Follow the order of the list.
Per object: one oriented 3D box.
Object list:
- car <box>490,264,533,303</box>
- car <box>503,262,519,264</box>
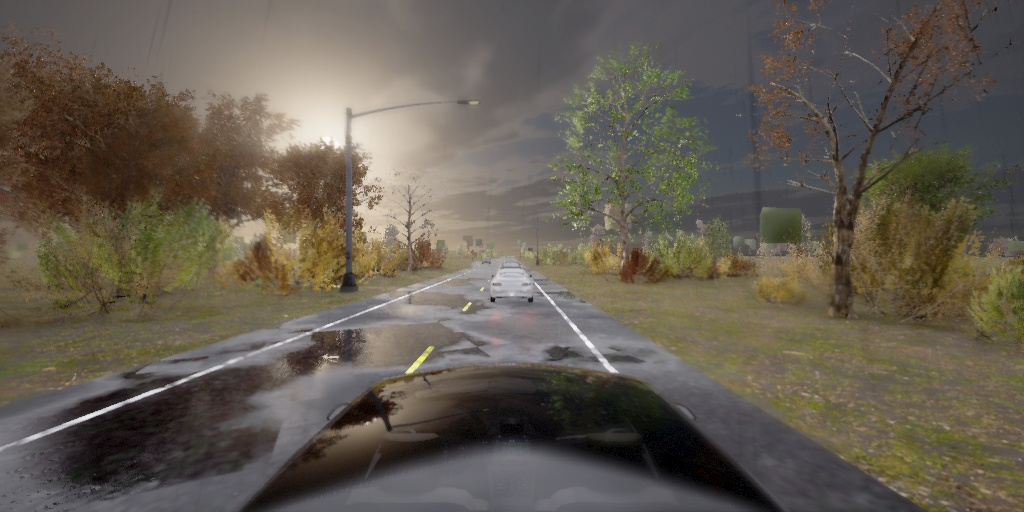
[{"bbox_3d":[-0.017,1.281,16.505,1.812,1.442,4.674,0,0,0],"label":"car"},{"bbox_3d":[-0.078,1.233,31.509,1.882,1.535,5.008,0,0,0],"label":"car"}]
